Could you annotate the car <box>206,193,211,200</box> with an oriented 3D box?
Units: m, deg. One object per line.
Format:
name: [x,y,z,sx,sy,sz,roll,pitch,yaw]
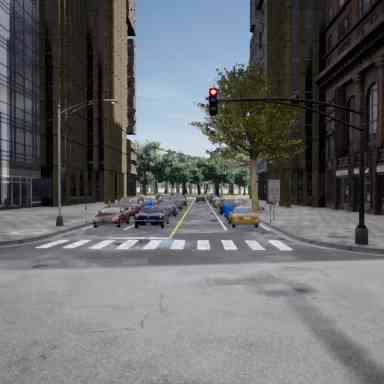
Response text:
car: [4.277,1.211,61.515,2.192,1.841,5.009,-1,0,1]

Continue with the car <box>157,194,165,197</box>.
car: [-4.794,1.269,39.003,2.192,1.841,5.009,-1,0,1]

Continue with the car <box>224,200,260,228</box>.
car: [3.324,1.508,21.941,1.752,1.417,4.829,-1,0,1]

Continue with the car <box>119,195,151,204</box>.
car: [-5.068,1.290,27.647,2.192,1.841,5.009,-1,0,1]

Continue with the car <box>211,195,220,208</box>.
car: [3.873,1.465,44.653,1.752,1.417,4.829,-1,0,1]

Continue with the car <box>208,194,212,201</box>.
car: [4.143,1.462,55.838,2.008,1.369,4.403,-1,0,1]

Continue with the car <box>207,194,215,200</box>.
car: [4.831,1.355,84.395,1.752,1.417,4.829,0,0,1]

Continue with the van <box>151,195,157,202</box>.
van: [-4.931,1.306,33.325,1.690,1.788,3.998,-1,0,1]

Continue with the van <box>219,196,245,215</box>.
van: [3.455,1.316,27.450,1.690,1.788,3.998,-1,0,1]

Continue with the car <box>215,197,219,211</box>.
car: [3.595,1.531,33.128,1.947,1.339,4.313,-1,0,1]

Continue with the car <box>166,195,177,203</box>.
car: [-4.106,1.425,67.393,1.887,1.381,4.507,0,0,1]

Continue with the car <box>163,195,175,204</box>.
car: [-4.244,1.336,61.715,1.967,1.590,4.097,0,0,1]

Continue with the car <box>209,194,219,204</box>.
car: [4.006,1.471,50.160,1.887,1.381,4.507,-1,0,1]

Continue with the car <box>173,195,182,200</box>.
car: [-3.695,1.375,84.427,1.887,1.381,4.507,0,0,1]

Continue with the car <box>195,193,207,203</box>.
car: [1.729,1.389,65.912,1.837,1.490,4.892,0,0,1]

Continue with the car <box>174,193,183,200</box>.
car: [-3.560,1.128,90.104,2.192,1.841,5.009,0,0,1]

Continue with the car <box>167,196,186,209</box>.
car: [-2.071,1.551,40.545,1.895,1.301,4.718,0,0,2]

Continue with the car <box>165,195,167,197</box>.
car: [-4.654,1.491,44.682,2.008,1.369,4.403,-1,0,1]

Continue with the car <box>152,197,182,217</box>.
car: [-2.299,1.474,31.238,1.837,1.490,4.892,0,0,2]

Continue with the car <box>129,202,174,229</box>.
car: [-2.529,1.584,21.901,1.895,1.301,4.718,0,0,1]

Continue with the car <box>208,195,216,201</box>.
car: [4.691,1.429,78.548,1.802,1.307,4.206,0,0,1]

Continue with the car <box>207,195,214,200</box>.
car: [4.965,1.379,89.903,1.947,1.339,4.313,0,0,1]

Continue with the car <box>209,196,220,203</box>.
car: [4.416,1.431,67.193,2.008,1.369,4.403,-1,0,1]

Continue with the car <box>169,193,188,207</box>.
car: [-1.791,1.277,50.649,2.097,1.767,4.553,0,0,2]

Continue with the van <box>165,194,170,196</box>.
van: [-4.382,1.252,56.037,1.690,1.788,3.998,0,0,1]

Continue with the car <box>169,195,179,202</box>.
car: [-3.969,1.446,73.071,1.802,1.307,4.206,0,0,1]

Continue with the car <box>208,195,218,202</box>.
car: [4.554,1.415,72.870,2.008,1.369,4.403,-1,0,1]

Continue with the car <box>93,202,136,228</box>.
car: [-5.202,1.565,21.968,1.802,1.307,4.206,-1,0,1]
